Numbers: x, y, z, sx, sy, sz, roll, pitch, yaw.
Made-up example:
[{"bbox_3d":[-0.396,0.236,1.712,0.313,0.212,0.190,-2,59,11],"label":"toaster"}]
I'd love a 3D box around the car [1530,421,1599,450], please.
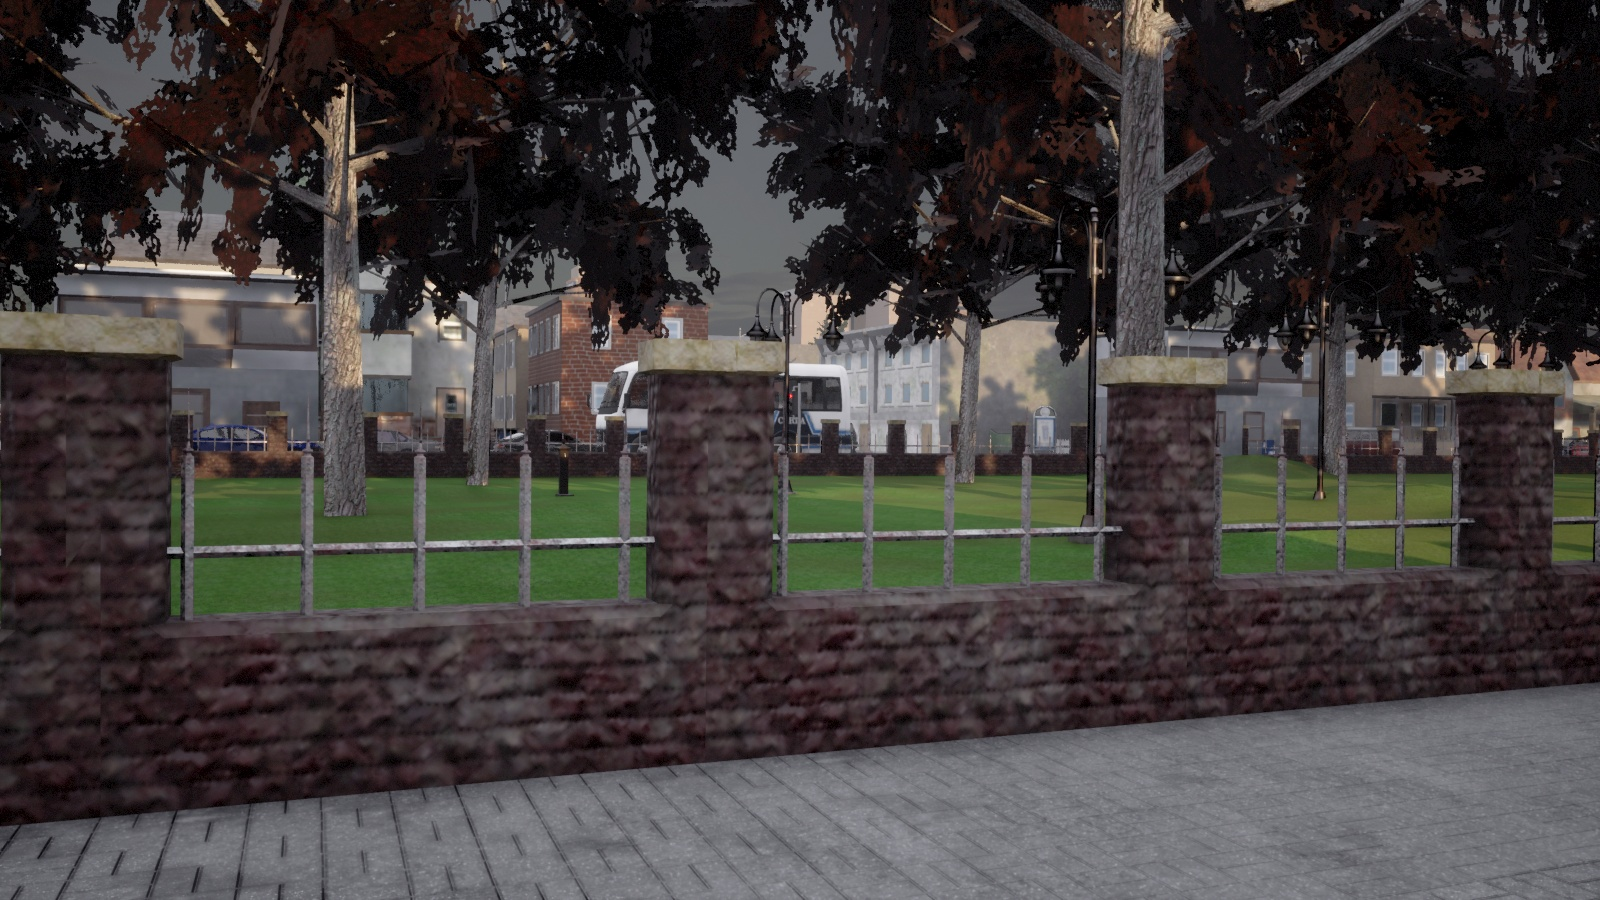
[{"bbox_3d":[42.064,-0.795,68.700,3.705,1.549,1.789,-1,1,-21],"label":"car"}]

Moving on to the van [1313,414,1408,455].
[{"bbox_3d":[28.271,-0.784,63.343,4.442,1.987,1.775,-1,1,-21],"label":"van"}]

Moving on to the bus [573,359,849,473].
[{"bbox_3d":[-3.576,-1.359,50.322,10.273,4.253,3.944,-1,1,-21],"label":"bus"}]

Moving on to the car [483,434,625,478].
[{"bbox_3d":[-8.734,0.192,44.624,4.674,1.442,1.812,-1,1,-24],"label":"car"}]

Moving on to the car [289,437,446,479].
[{"bbox_3d":[-15.910,0.265,46.224,5.357,1.411,2.033,-1,1,-22],"label":"car"}]

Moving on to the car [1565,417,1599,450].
[{"bbox_3d":[41.890,-0.857,64.342,4.611,1.667,2.242,-1,1,-21],"label":"car"}]

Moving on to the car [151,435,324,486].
[{"bbox_3d":[-18.238,0.307,40.900,5.008,1.535,1.882,-1,1,-24],"label":"car"}]
